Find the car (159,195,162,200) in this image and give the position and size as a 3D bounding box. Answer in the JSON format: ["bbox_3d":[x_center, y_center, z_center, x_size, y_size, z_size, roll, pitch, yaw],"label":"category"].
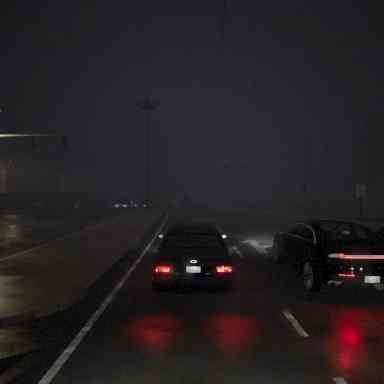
[{"bbox_3d":[-9.174,1.554,89.567,1.895,1.301,4.718,0,0,0],"label":"car"}]

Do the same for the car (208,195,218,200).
[{"bbox_3d":[5.826,1.472,89.336,1.882,1.535,5.008,0,0,0],"label":"car"}]

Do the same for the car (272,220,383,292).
[{"bbox_3d":[3.518,1.491,8.901,2.128,1.511,4.902,0,0,0],"label":"car"}]

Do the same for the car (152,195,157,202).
[{"bbox_3d":[-9.193,1.478,74.926,1.882,1.535,5.008,0,0,0],"label":"car"}]

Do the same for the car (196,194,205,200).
[{"bbox_3d":[2.326,1.496,89.406,1.837,1.490,4.892,0,0,0],"label":"car"}]

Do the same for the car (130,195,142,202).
[{"bbox_3d":[-12.691,1.524,75.749,1.812,1.442,4.674,0,0,0],"label":"car"}]

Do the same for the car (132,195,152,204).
[{"bbox_3d":[-9.272,1.352,61.701,2.097,1.767,4.553,0,0,0],"label":"car"}]

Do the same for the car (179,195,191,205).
[{"bbox_3d":[-1.213,1.563,58.437,1.994,1.385,4.181,0,0,0],"label":"car"}]

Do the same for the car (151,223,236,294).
[{"bbox_3d":[0.019,1.547,8.953,2.033,1.411,5.357,0,0,0],"label":"car"}]

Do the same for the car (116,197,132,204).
[{"bbox_3d":[-12.762,1.601,62.033,1.895,1.301,4.718,0,0,1],"label":"car"}]

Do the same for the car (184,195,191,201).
[{"bbox_3d":[-1.174,1.534,89.329,2.033,1.411,5.357,0,0,0],"label":"car"}]

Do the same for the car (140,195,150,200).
[{"bbox_3d":[-12.673,1.535,90.253,1.895,1.301,4.718,0,0,0],"label":"car"}]
